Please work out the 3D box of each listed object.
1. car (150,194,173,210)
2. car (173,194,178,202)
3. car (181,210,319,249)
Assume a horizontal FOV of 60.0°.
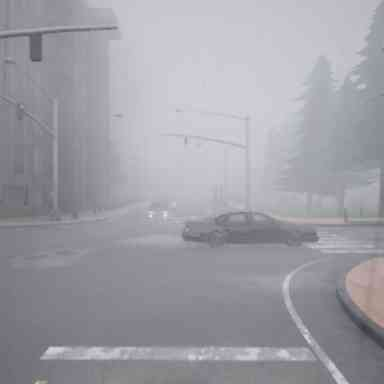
[{"bbox_3d":[-3.599,1.194,37.707,1.882,1.535,5.008,0,0,0],"label":"car"},{"bbox_3d":[-3.533,1.044,59.788,2.128,1.511,4.902,0,0,0],"label":"car"},{"bbox_3d":[2.221,1.448,13.473,5.357,1.411,2.033,0,0,-2],"label":"car"}]
